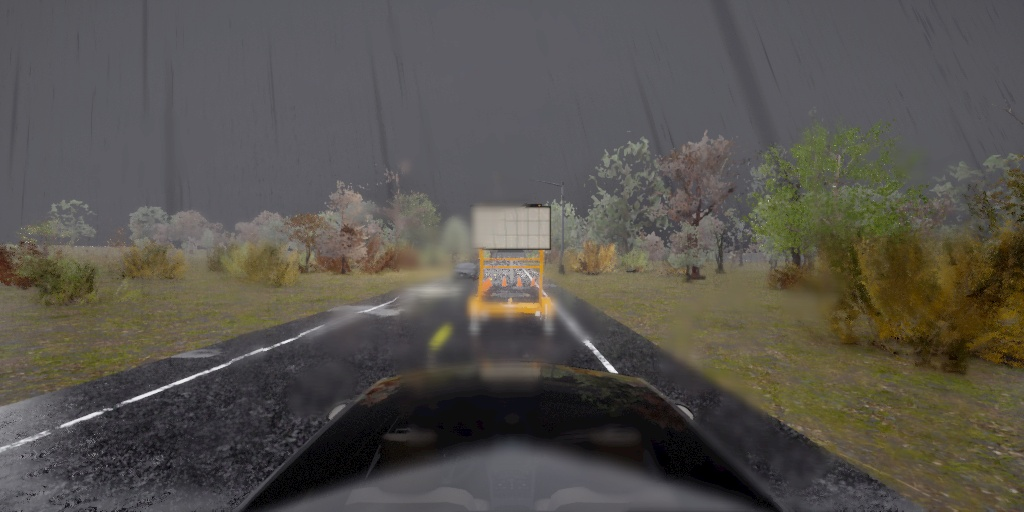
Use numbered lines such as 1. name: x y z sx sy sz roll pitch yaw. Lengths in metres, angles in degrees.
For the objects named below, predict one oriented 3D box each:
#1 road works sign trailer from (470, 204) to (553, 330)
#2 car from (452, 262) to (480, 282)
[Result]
1. road works sign trailer: -0.008 0.214 11.042 2.380 3.560 2.880 0 0 0
2. car: -3.523 1.254 28.518 1.837 1.490 4.892 0 0 0
